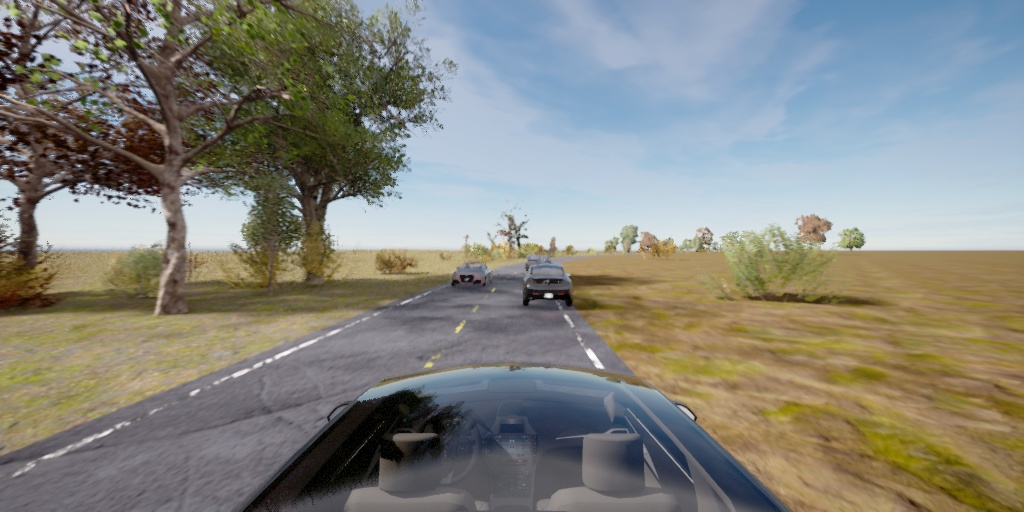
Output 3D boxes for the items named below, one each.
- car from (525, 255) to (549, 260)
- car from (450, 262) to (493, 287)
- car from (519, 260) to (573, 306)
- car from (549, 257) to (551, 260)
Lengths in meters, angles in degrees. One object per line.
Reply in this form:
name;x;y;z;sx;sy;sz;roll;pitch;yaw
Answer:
car;2.429;0.750;37.701;2.128;1.511;4.902;0;1;8
car;-2.307;1.039;21.405;1.994;1.385;4.181;0;1;4
car;1.373;1.083;14.678;1.837;1.490;4.892;0;1;3
car;4.697;0.616;52.519;1.994;1.385;4.181;0;1;12
